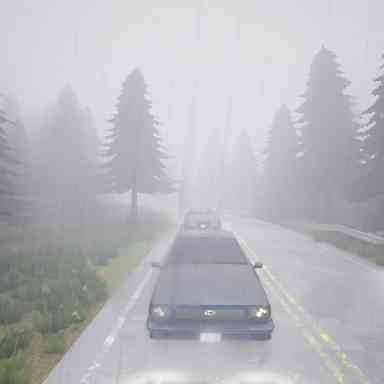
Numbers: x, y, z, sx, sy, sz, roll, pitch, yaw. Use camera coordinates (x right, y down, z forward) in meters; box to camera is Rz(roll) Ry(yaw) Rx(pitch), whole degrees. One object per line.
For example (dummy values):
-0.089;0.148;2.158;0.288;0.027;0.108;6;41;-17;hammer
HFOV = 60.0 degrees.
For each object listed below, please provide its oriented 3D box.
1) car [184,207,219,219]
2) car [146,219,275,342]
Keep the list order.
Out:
0.518;1.584;19.235;1.994;1.385;4.181;0;0;-2;car
0.302;1.558;7.101;2.033;1.411;5.357;0;0;1;car
